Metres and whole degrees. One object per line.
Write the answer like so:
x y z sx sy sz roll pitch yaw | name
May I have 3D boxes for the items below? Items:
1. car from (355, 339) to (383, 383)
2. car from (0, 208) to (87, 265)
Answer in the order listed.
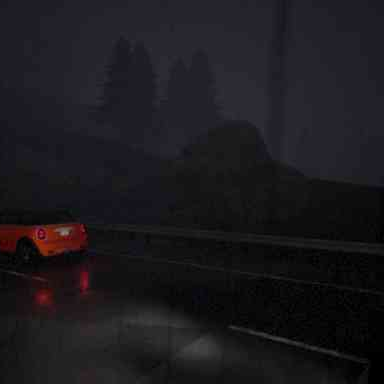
3.336 1.595 1.526 4.718 1.301 1.895 0 0 36 | car
-5.914 1.344 11.872 4.553 1.767 2.097 0 0 32 | car
